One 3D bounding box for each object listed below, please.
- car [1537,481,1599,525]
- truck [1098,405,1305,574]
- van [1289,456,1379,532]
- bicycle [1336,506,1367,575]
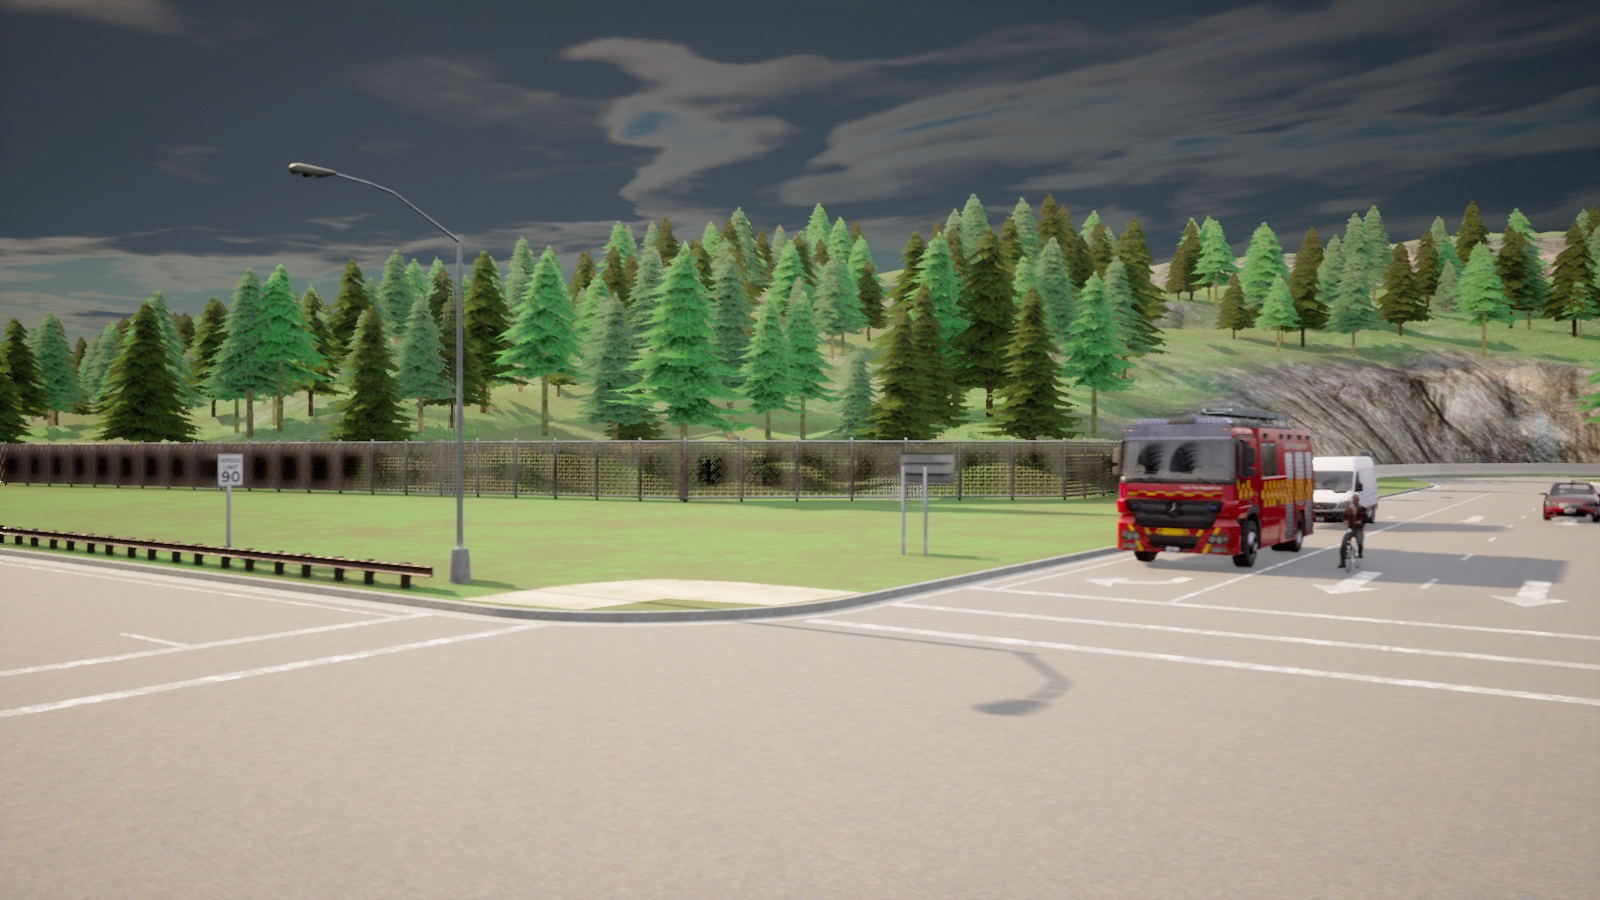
[{"bbox_3d":[30.628,2.048,45.305,2.128,1.511,4.902,0,0,36],"label":"car"},{"bbox_3d":[10.828,0.893,30.113,2.891,3.827,8.468,0,0,36],"label":"truck"},{"bbox_3d":[19.828,1.536,42.268,1.988,2.561,5.915,0,0,36],"label":"van"},{"bbox_3d":[12.752,2.061,26.386,0.329,1.471,1.835,0,0,36],"label":"bicycle"}]
